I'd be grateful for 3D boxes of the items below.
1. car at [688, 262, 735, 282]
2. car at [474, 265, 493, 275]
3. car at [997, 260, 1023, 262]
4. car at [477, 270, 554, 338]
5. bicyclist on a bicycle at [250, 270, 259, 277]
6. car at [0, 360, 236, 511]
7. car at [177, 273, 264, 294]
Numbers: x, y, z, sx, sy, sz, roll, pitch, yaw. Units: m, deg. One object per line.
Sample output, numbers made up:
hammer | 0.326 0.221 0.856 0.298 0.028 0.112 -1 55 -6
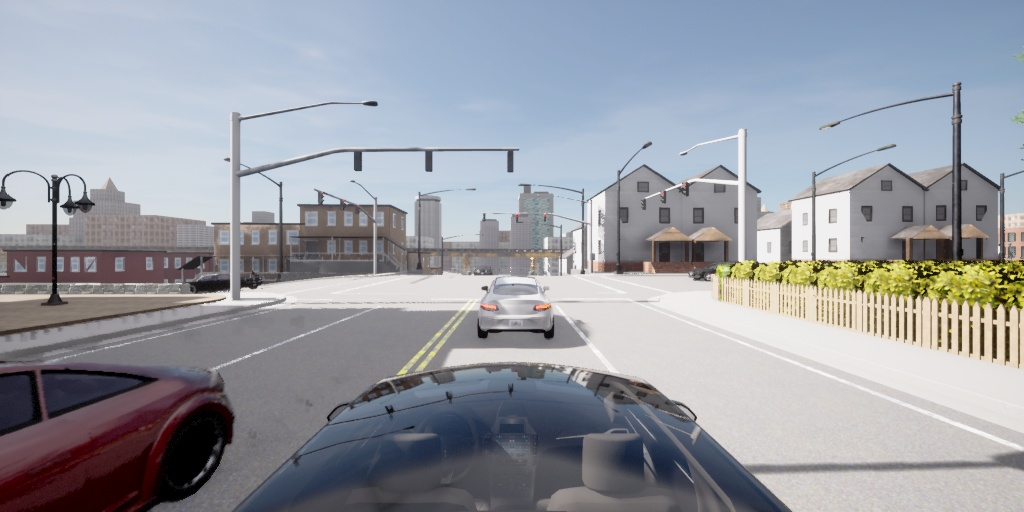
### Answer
car | 16.797 1.255 28.820 4.892 1.490 1.837 0 0 -1
car | -3.516 2.162 45.252 2.150 2.045 5.566 0 -9 0
car | 40.299 1.101 29.064 4.553 1.767 2.097 0 0 0
car | 0.102 1.276 10.011 1.812 1.442 4.674 0 0 0
bicyclist on a bicycle | -25.565 2.214 35.591 0.582 1.620 1.656 -8 0 0
car | -3.595 1.314 1.623 1.994 1.385 4.181 0 0 0
car | -19.974 1.845 24.705 4.718 1.301 1.895 -4 0 -1
